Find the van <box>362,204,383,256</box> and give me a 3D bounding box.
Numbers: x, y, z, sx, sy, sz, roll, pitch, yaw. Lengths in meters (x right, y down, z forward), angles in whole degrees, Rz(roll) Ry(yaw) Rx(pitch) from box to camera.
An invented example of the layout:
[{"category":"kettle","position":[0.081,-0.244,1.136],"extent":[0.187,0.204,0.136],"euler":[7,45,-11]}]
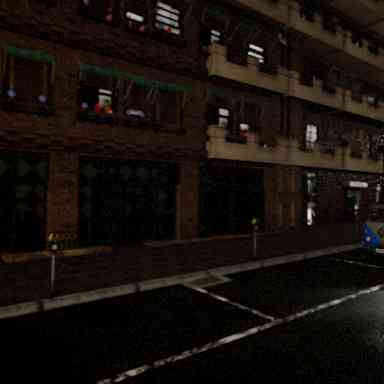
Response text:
[{"category":"van","position":[7.479,1.270,11.375],"extent":[3.998,1.788,1.690],"euler":[0,1,-35]}]
